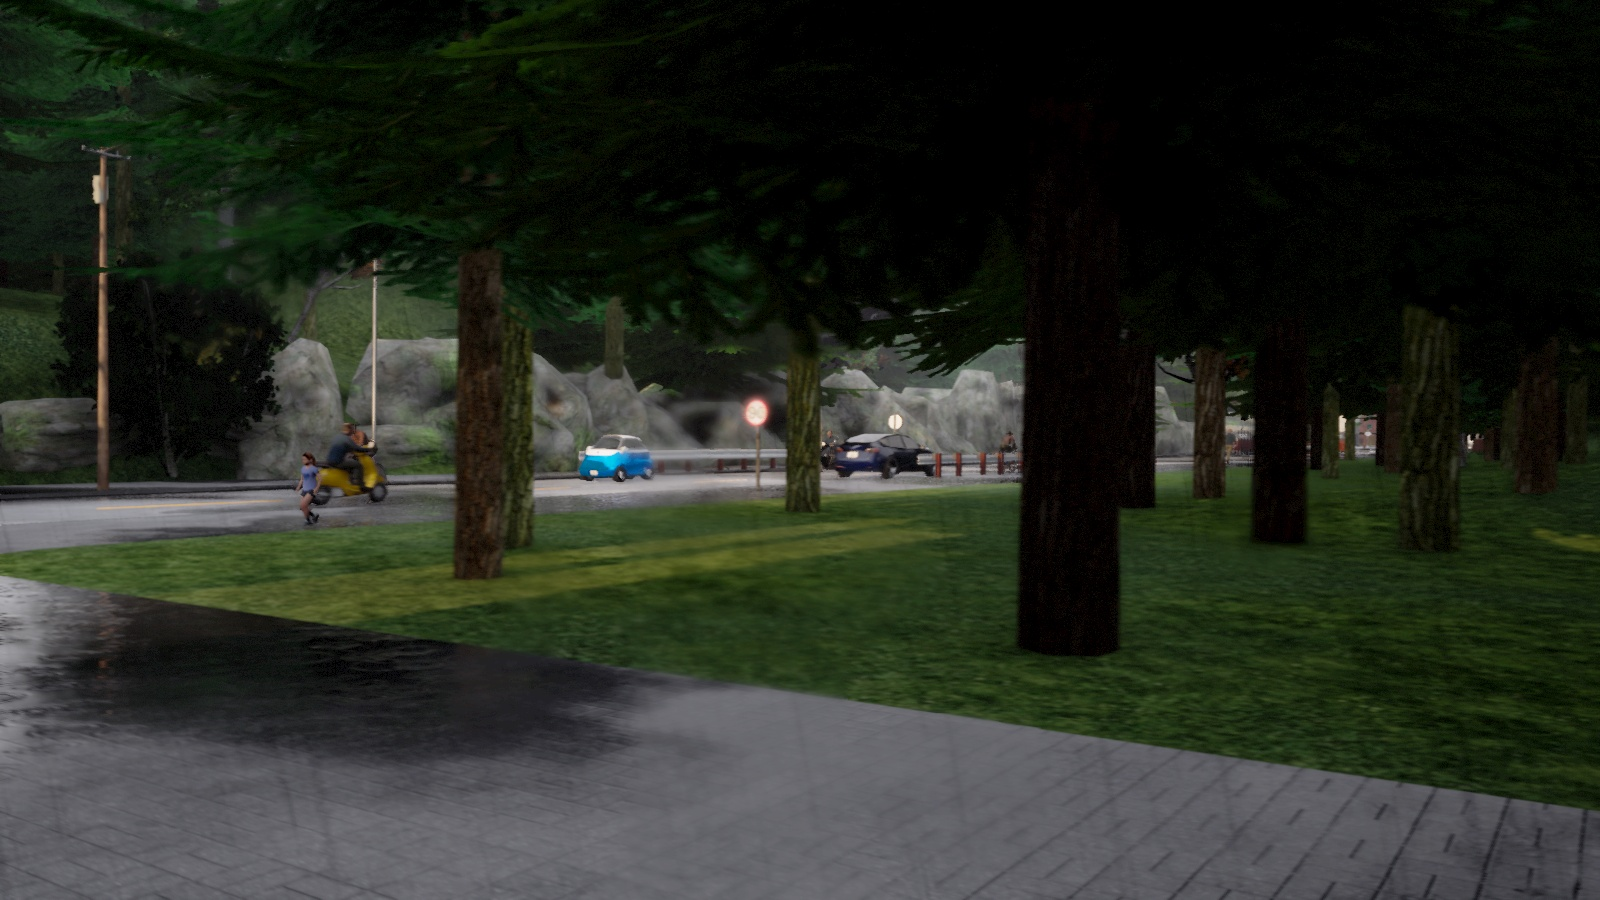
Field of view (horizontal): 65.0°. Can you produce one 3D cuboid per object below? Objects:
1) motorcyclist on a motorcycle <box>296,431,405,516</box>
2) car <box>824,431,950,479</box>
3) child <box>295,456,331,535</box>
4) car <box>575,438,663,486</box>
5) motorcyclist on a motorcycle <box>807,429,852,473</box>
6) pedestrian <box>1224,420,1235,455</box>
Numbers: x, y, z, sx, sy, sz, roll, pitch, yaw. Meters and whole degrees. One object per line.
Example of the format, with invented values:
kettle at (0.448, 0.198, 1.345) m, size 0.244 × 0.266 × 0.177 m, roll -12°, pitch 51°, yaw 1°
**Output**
motorcyclist on a motorcycle at (-8.740, 0.430, 24.474) m, size 0.866 × 1.590 × 1.817 m, roll 0°, pitch 1°, yaw 33°
car at (3.019, 0.125, 42.426) m, size 2.163 × 1.488 × 4.792 m, roll 0°, pitch 1°, yaw 33°
child at (-6.958, 0.639, 17.950) m, size 0.255 × 1.110 × 0.394 m, roll 0°, pitch 1°, yaw 33°
car at (-5.313, 0.329, 37.017) m, size 1.481 × 1.376 × 2.207 m, roll 0°, pitch 1°, yaw 33°
motorcyclist on a motorcycle at (1.108, 0.036, 46.805) m, size 0.866 × 1.590 × 1.817 m, roll 0°, pitch 1°, yaw 33°
pedestrian at (22.384, -0.655, 65.432) m, size 0.402 × 1.842 × 0.726 m, roll 0°, pitch 1°, yaw 33°
